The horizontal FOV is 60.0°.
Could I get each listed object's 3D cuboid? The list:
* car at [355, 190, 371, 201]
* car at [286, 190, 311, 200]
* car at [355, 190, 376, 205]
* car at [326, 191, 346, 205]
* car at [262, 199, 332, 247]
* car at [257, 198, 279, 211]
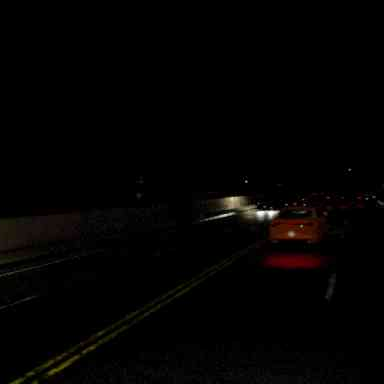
[{"bbox_3d":[26.082,0.458,50.905,2.033,1.411,5.357,-4,-1,26],"label":"car"},{"bbox_3d":[11.794,0.844,36.690,2.150,2.045,5.566,-4,0,26],"label":"car"},{"bbox_3d":[20.275,0.709,38.777,1.994,1.385,4.181,-4,-1,26],"label":"car"},{"bbox_3d":[17.803,0.662,41.142,2.097,1.767,4.553,-4,-1,26],"label":"car"},{"bbox_3d":[4.657,1.323,14.204,1.882,1.535,5.008,-4,-1,26],"label":"car"},{"bbox_3d":[8.727,1.377,37.753,1.994,1.385,4.181,-4,-1,26],"label":"car"}]
